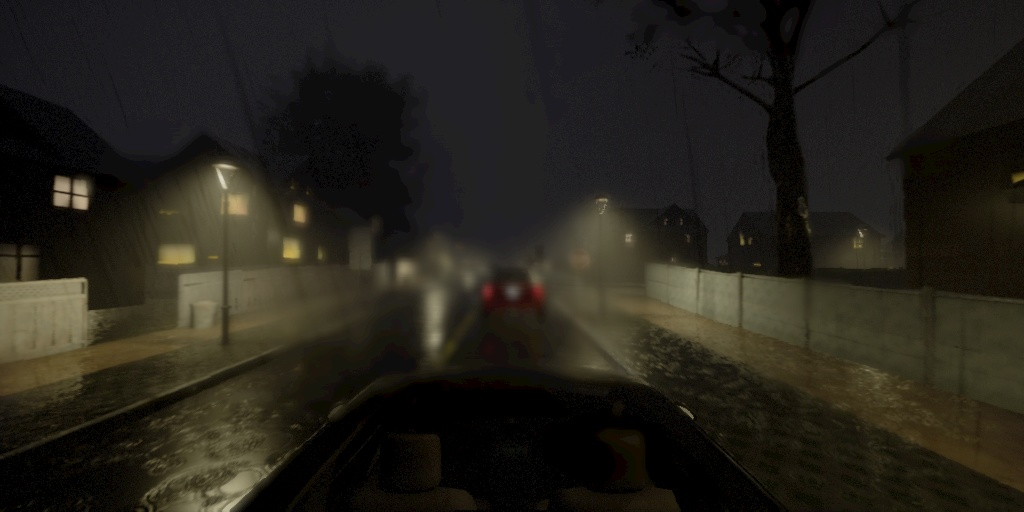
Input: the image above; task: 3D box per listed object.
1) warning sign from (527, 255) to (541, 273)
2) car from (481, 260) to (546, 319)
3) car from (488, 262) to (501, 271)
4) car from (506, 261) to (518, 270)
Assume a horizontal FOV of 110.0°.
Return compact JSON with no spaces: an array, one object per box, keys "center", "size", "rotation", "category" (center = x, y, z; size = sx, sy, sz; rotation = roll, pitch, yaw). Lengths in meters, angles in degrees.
[{"center":[2.536,1.127,44.376],"size":[1.300,1.860,1.060],"rotation":[0,0,0],"category":"warning sign"},{"center":[0.144,1.166,13.257],"size":[2.097,1.767,4.553],"rotation":[0,0,3],"category":"car"},{"center":[-2.784,1.671,57.772],"size":[1.994,1.385,4.181],"rotation":[0,0,0],"category":"car"},{"center":[0.046,1.703,64.017],"size":[2.033,1.411,5.357],"rotation":[0,0,0],"category":"car"}]
